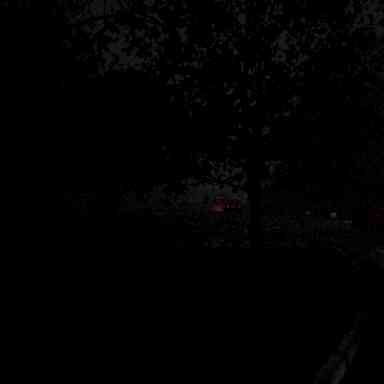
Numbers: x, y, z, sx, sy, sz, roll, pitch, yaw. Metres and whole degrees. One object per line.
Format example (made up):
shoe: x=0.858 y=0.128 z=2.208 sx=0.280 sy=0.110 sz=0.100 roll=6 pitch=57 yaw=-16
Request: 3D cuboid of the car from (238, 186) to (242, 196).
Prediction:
car: x=10.493 y=-0.031 z=66.580 sx=1.812 sy=1.442 sz=4.674 roll=0 pitch=4 yaw=23

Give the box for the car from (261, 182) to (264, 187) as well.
car: x=17.275 y=-1.112 z=82.375 sx=1.882 sy=1.535 sz=5.008 roll=0 pitch=3 yaw=24

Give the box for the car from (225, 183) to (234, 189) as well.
car: x=9.217 y=-1.541 z=93.245 sx=2.163 sy=1.488 sz=4.792 roll=0 pitch=3 yaw=24

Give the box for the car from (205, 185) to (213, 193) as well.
car: x=2.509 y=-0.565 z=77.813 sx=1.946 sy=1.575 sz=5.366 roll=0 pitch=3 yaw=24

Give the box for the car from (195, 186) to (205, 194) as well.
car: x=0.311 y=-0.234 z=72.755 sx=1.946 sy=1.575 sz=5.366 roll=0 pitch=3 yaw=23

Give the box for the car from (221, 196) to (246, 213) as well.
car: x=4.524 y=1.502 z=36.721 sx=2.033 sy=1.411 sz=5.357 roll=0 pitch=1 yaw=5

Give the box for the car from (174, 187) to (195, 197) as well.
car: x=-1.897 y=0.099 z=67.704 sx=1.946 sy=1.575 sz=5.366 roll=0 pitch=3 yaw=24

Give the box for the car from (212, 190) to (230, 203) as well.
car: x=4.705 y=0.918 z=51.355 sx=1.837 sy=1.490 sz=4.892 roll=0 pitch=3 yaw=17

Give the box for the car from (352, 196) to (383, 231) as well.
car: x=10.858 y=1.223 z=17.669 sx=2.150 sy=2.045 sz=5.566 roll=1 pitch=0 yaw=-4

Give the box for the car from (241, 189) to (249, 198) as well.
car: x=10.286 y=0.473 z=57.618 sx=1.812 sy=1.442 sz=4.674 roll=0 pitch=4 yaw=21

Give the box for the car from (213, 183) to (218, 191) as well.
car: x=4.818 y=-1.160 z=83.116 sx=2.435 sy=2.045 sz=5.566 roll=0 pitch=3 yaw=23
